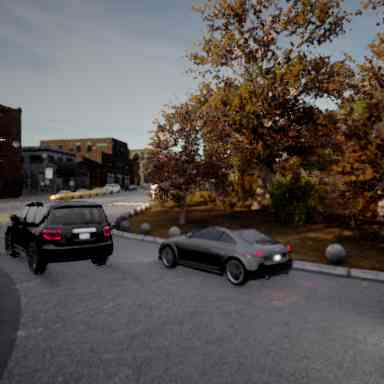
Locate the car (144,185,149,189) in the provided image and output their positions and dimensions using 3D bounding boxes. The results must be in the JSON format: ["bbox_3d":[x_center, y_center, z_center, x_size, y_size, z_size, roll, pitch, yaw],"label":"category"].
[{"bbox_3d":[-6.524,-0.149,60.530,2.097,1.767,4.553,0,3,12],"label":"car"}]

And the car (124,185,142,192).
[{"bbox_3d":[-14.483,-0.891,79.395,2.163,1.488,4.792,0,3,12],"label":"car"}]

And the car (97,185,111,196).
[{"bbox_3d":[-17.954,-0.034,62.923,1.946,1.575,5.366,0,3,12],"label":"car"}]

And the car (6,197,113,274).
[{"bbox_3d":[-4.661,1.323,11.297,2.150,2.045,5.566,0,0,-39],"label":"car"}]

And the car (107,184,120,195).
[{"bbox_3d":[-16.758,-0.588,68.586,2.435,2.045,5.566,0,3,12],"label":"car"}]

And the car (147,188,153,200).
[{"bbox_3d":[-4.864,0.383,52.091,1.882,1.535,5.008,0,3,12],"label":"car"}]

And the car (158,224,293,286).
[{"bbox_3d":[0.818,1.639,9.865,1.994,1.385,4.181,0,-1,-42],"label":"car"}]

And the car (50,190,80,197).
[{"bbox_3d":[-20.240,0.552,52.130,1.946,1.575,5.366,0,3,12],"label":"car"}]

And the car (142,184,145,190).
[{"bbox_3d":[-12.196,-1.505,90.227,2.231,1.521,4.892,0,3,12],"label":"car"}]

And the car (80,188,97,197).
[{"bbox_3d":[-19.092,0.258,57.525,1.946,1.575,5.366,0,3,12],"label":"car"}]
